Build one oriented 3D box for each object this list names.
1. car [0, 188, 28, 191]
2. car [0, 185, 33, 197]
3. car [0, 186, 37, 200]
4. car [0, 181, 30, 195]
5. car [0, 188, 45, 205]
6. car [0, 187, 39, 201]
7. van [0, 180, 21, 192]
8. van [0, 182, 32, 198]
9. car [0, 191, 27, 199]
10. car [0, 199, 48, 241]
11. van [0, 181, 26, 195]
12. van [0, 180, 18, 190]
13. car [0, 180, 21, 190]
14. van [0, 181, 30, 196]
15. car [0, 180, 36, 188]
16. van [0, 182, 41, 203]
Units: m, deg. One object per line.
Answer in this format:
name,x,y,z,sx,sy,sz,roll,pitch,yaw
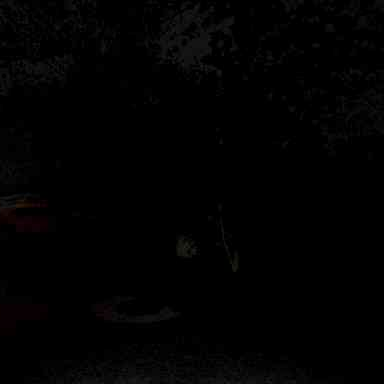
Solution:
car,-12.730,0.776,24.653,5.366,1.575,1.946,1,2,-31
car,-23.810,-0.136,43.812,5.008,1.535,2.097,1,1,-31
car,-20.978,0.099,39.059,4.792,1.488,2.163,1,2,-31
car,-28.051,-0.682,50.942,5.566,2.045,2.435,1,1,-31
car,-16.812,0.445,31.883,4.792,1.488,2.163,1,2,-31
car,-19.639,0.204,36.787,4.792,1.488,2.163,1,2,-31
van,-35.025,-1.150,63.047,4.442,1.987,1.878,1,1,-31
van,-22.486,-0.262,41.352,4.442,1.987,1.878,1,2,-31
car,-8.384,1.019,17.715,4.553,1.767,2.185,1,2,-31
car,-7.013,1.265,15.316,5.008,1.535,2.097,1,2,-31
van,-26.721,-0.560,48.514,4.442,1.987,1.878,1,1,-31
van,-40.652,-1.543,72.584,4.442,1.987,1.878,1,1,-31
car,-39.369,-1.472,70.125,5.566,2.045,2.435,1,1,-31
van,-25.114,-0.458,46.248,4.442,1.987,1.878,1,2,-31
car,-15.348,0.287,29.521,5.566,2.045,2.435,1,2,-31
van,-18.147,0.067,34.440,4.442,1.987,1.878,1,2,-31
